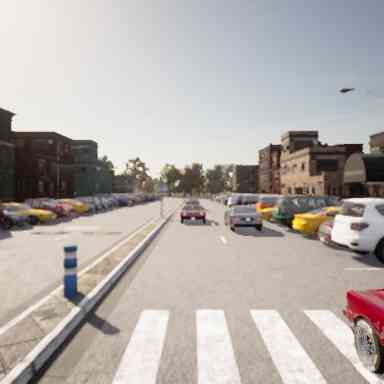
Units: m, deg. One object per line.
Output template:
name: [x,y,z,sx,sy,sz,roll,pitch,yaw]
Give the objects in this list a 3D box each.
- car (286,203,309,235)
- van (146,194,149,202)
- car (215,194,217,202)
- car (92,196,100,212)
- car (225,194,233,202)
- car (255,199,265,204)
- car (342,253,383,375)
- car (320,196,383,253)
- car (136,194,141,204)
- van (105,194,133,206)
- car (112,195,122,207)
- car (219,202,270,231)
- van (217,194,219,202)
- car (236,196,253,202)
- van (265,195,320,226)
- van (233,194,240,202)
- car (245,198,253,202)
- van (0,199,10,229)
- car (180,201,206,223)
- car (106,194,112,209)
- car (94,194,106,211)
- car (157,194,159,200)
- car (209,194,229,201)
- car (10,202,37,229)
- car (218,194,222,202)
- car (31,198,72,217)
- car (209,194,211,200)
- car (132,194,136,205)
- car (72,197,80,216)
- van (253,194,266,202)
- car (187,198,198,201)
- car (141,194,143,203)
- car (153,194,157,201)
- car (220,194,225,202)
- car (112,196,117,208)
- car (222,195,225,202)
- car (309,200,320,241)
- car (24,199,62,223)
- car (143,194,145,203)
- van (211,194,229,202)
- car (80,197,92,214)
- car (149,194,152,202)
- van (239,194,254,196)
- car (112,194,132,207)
car: [7.621,1.492,16.598,5.008,1.535,2.097,0,0,0]
van: [-12.484,1.410,73.512,4.442,1.987,1.878,0,0,0]
car: [7.581,1.590,66.355,4.892,1.521,2.231,0,0,0]
car: [-12.607,1.485,34.606,4.892,1.521,2.231,0,0,0]
car: [7.633,1.257,44.299,5.566,2.045,2.435,0,0,0]
car: [7.625,1.493,24.997,5.008,1.535,2.097,0,0,0]
car: [3.090,1.603,2.660,1.895,1.301,4.718,0,0,0]
car: [7.659,1.239,11.206,5.566,2.045,2.435,0,0,0]
car: [-12.572,1.305,59.617,5.566,2.045,2.435,0,0,0]
van: [-12.484,1.318,56.839,4.442,1.987,1.878,0,0,0]
car: [-12.594,1.506,45.723,4.892,1.521,2.231,0,0,0]
car: [3.084,1.564,20.793,2.033,1.411,5.357,0,0,0]
van: [7.472,1.349,63.475,4.442,1.987,1.878,0,0,0]
car: [7.428,1.492,33.269,5.366,1.575,1.946,0,0,0]
van: [7.505,1.267,22.239,4.442,1.987,1.878,0,0,0]
van: [7.723,1.278,41.540,4.442,1.987,1.878,0,0,0]
car: [7.613,1.533,30.511,4.674,1.452,2.002,0,0,0]
van: [-12.717,1.248,17.931,4.442,1.987,1.878,0,0,0]
car: [0.079,1.619,26.020,1.895,1.301,4.718,0,0,0]
car: [-12.569,1.366,40.165,4.553,1.767,2.185,0,0,0]
car: [-12.570,1.361,37.384,4.553,1.767,2.185,0,0,0]
car: [-12.629,1.519,90.189,5.566,2.045,2.435,0,-1,0]
car: [7.594,1.533,93.927,5.566,2.045,2.435,0,0,0]
car: [-12.603,1.516,20.710,4.674,1.452,2.002,0,0,0]
car: [7.779,1.548,58.082,5.366,1.575,1.946,0,0,0]
car: [-12.595,1.478,26.269,5.008,1.535,2.097,0,0,0]
car: [7.578,1.717,85.653,5.008,1.535,2.097,0,0,0]
car: [-12.415,1.529,54.059,5.366,1.575,1.946,0,0,0]
car: [-12.632,1.354,29.048,4.553,1.767,2.185,0,0,0]
van: [7.734,1.267,27.755,4.442,1.987,1.878,0,0,0]
car: [0.067,1.533,41.665,1.837,1.490,4.892,0,0,0]
car: [-12.571,1.614,65.174,4.792,1.488,2.163,0,0,0]
car: [-12.572,1.470,84.504,5.566,2.045,2.435,0,0,0]
car: [7.590,1.541,55.327,4.892,1.521,2.231,0,0,0]
car: [-12.598,1.537,42.944,4.674,1.452,2.002,0,0,0]
car: [7.628,1.560,52.568,4.792,1.488,2.163,0,0,0]
car: [7.659,1.366,13.841,4.553,1.767,2.185,0,0,0]
car: [-12.415,1.474,23.490,5.366,1.575,1.946,0,0,0]
car: [-12.598,1.640,67.828,4.674,1.452,2.002,0,0,0]
van: [7.454,1.513,88.412,4.442,1.987,1.878,0,0,0]
car: [-12.596,1.481,31.830,5.008,1.535,2.097,0,0,0]
car: [-12.629,1.405,76.292,5.566,2.045,2.435,0,0,0]
van: [7.728,1.270,36.028,4.442,1.987,1.878,0,0,0]
car: [-12.572,1.270,51.282,5.566,2.045,2.435,0,0,0]
